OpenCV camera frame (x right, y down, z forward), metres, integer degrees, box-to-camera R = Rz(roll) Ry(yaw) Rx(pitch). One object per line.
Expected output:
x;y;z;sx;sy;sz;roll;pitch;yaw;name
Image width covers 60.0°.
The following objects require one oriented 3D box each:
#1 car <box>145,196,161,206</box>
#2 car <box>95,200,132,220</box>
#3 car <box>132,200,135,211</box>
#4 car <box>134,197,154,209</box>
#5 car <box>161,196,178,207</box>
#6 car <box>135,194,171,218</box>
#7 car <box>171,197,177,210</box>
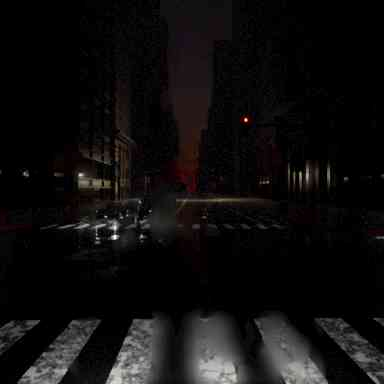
-6.582;1.504;57.075;2.033;1.411;5.357;0;0;0;car
-6.629;1.588;27.896;1.895;1.301;4.718;0;0;1;car
-6.614;1.581;37.012;1.895;1.301;4.718;0;0;0;car
-6.610;1.463;46.420;2.128;1.511;4.902;0;0;0;car
-3.352;1.458;50.459;2.128;1.511;4.902;0;0;0;car
-3.361;1.207;29.943;2.150;2.045;5.566;0;0;0;car
-3.362;1.469;40.036;2.128;1.511;4.902;0;0;0;car
